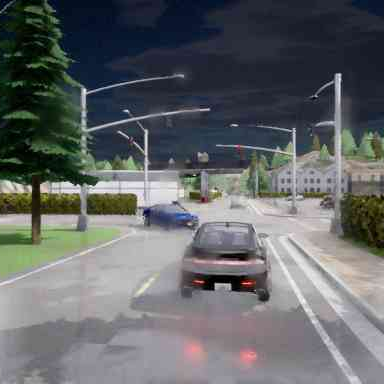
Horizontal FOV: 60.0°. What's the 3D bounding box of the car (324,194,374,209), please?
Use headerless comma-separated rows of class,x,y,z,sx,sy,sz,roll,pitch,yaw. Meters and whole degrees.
car,18.287,1.340,38.589,4.514,1.523,2.007,0,0,8

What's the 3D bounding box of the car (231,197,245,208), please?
car,6.677,1.525,48.360,1.812,1.442,4.674,0,0,8

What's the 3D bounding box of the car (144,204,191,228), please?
car,-1.323,1.478,20.277,1.882,1.535,5.008,3,-1,-30

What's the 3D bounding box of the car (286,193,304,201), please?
car,23.359,1.361,75.638,3.806,1.475,1.970,0,0,8

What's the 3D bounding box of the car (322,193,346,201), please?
car,31.761,1.097,74.502,4.605,1.855,1.932,0,0,8

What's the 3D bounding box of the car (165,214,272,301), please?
car,0.884,1.492,8.373,2.128,1.511,4.902,0,0,8

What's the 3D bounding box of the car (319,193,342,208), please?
car,18.669,1.330,41.703,5.027,1.636,2.152,0,0,8

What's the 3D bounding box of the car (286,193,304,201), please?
car,24.424,1.077,78.846,3.866,1.878,1.905,0,0,8

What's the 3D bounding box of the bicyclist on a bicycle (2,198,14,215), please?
bicyclist on a bicycle,-17.964,1.453,32.495,0.582,1.620,1.656,0,0,7
